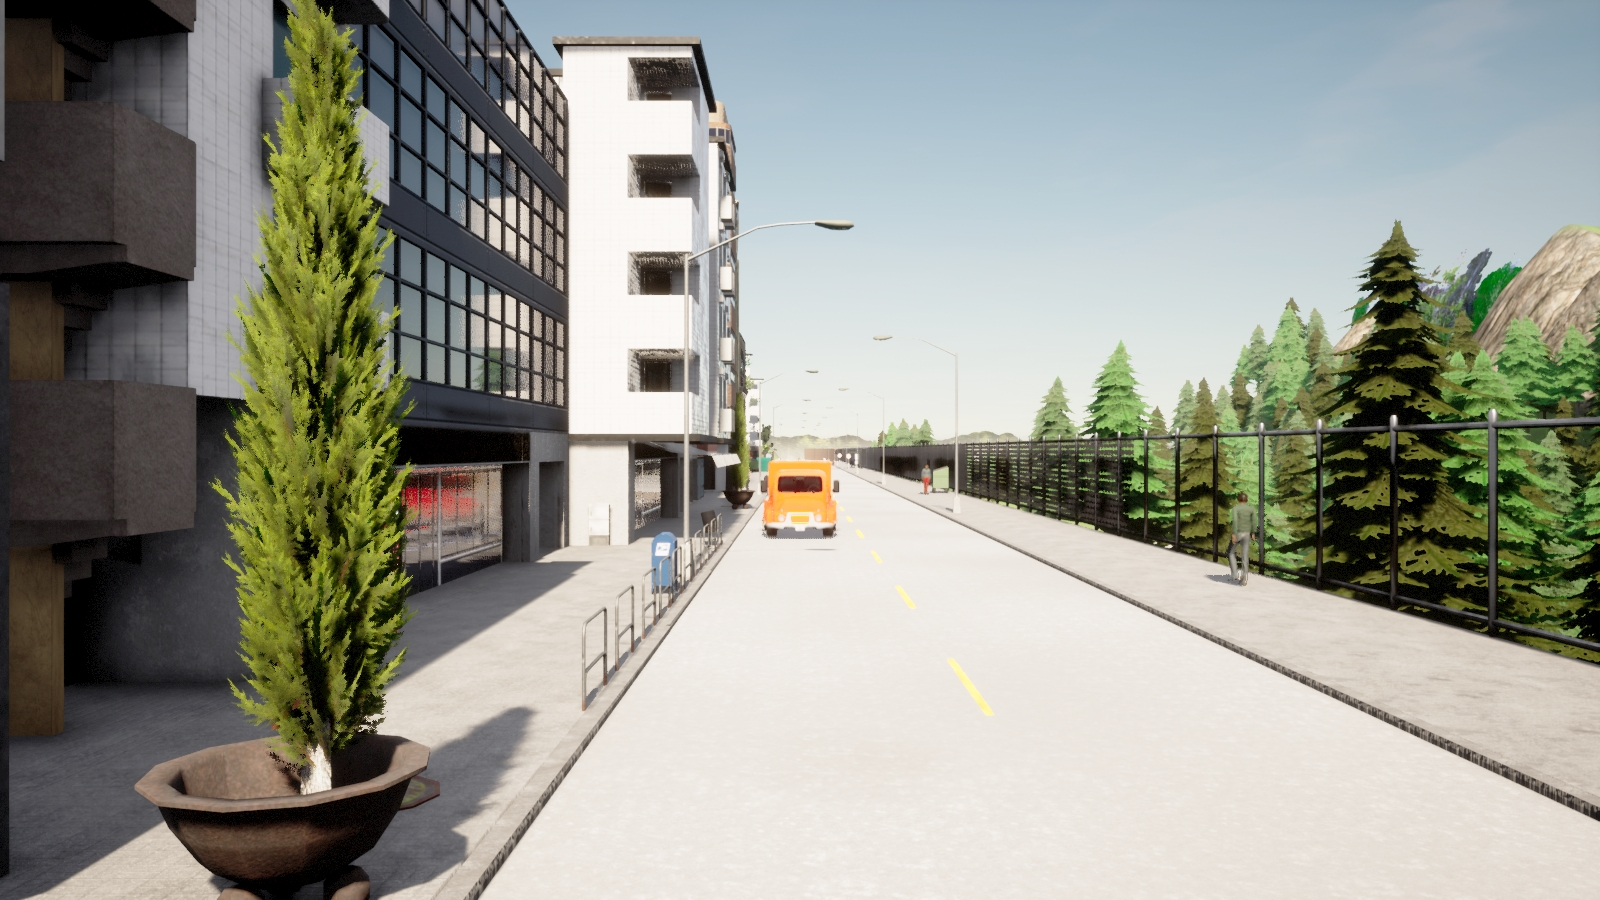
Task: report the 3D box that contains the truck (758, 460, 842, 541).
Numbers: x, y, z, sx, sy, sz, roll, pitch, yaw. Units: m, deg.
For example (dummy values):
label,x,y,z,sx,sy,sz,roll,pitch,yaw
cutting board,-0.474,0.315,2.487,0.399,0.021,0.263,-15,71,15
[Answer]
label,x,y,z,sx,sy,sz,roll,pitch,yaw
truck,-0.001,1.583,38.020,2.627,2.467,5.204,0,0,0

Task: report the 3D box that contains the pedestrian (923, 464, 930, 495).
label,x,y,z,sx,sy,sz,roll,pitch,yaw
pedestrian,7.666,1.772,69.273,0.375,1.860,0.375,0,0,0

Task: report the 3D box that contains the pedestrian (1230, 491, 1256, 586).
label,x,y,z,sx,sy,sz,roll,pitch,yaw
pedestrian,8.837,1.754,22.801,0.375,1.860,0.375,0,0,-3

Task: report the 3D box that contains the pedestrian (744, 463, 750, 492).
label,x,y,z,sx,sy,sz,roll,pitch,yaw
pedestrian,-3.418,1.773,74.041,0.375,1.860,0.375,0,0,0
